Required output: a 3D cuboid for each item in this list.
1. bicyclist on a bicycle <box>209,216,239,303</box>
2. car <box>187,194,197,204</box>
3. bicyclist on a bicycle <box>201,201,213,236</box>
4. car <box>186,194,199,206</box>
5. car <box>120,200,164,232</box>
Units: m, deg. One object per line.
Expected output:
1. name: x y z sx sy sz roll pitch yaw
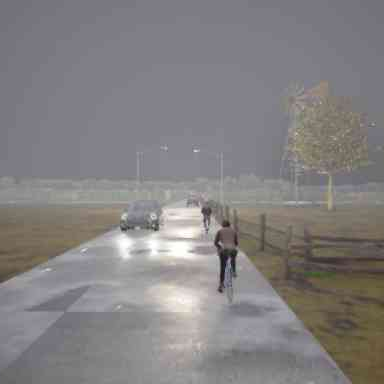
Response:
1. bicyclist on a bicycle: 0.757 1.433 7.200 0.582 1.620 1.656 0 0 0
2. car: -0.011 1.484 71.535 2.150 2.045 5.566 0 -1 0
3. bicyclist on a bicycle: 0.755 1.334 17.126 0.659 1.776 1.843 0 0 0
4. car: 0.089 1.605 55.575 1.837 1.490 4.892 0 -2 0
5. car: -2.853 1.312 19.788 2.097 1.767 4.553 0 0 0
